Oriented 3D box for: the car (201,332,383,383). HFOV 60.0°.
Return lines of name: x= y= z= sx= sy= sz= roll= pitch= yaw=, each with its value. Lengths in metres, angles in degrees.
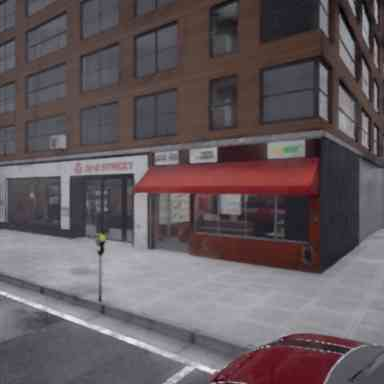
car: x=1.722 y=1.443 z=1.582 sx=4.097 sy=1.590 sz=1.967 roll=0 pitch=0 yaw=35
